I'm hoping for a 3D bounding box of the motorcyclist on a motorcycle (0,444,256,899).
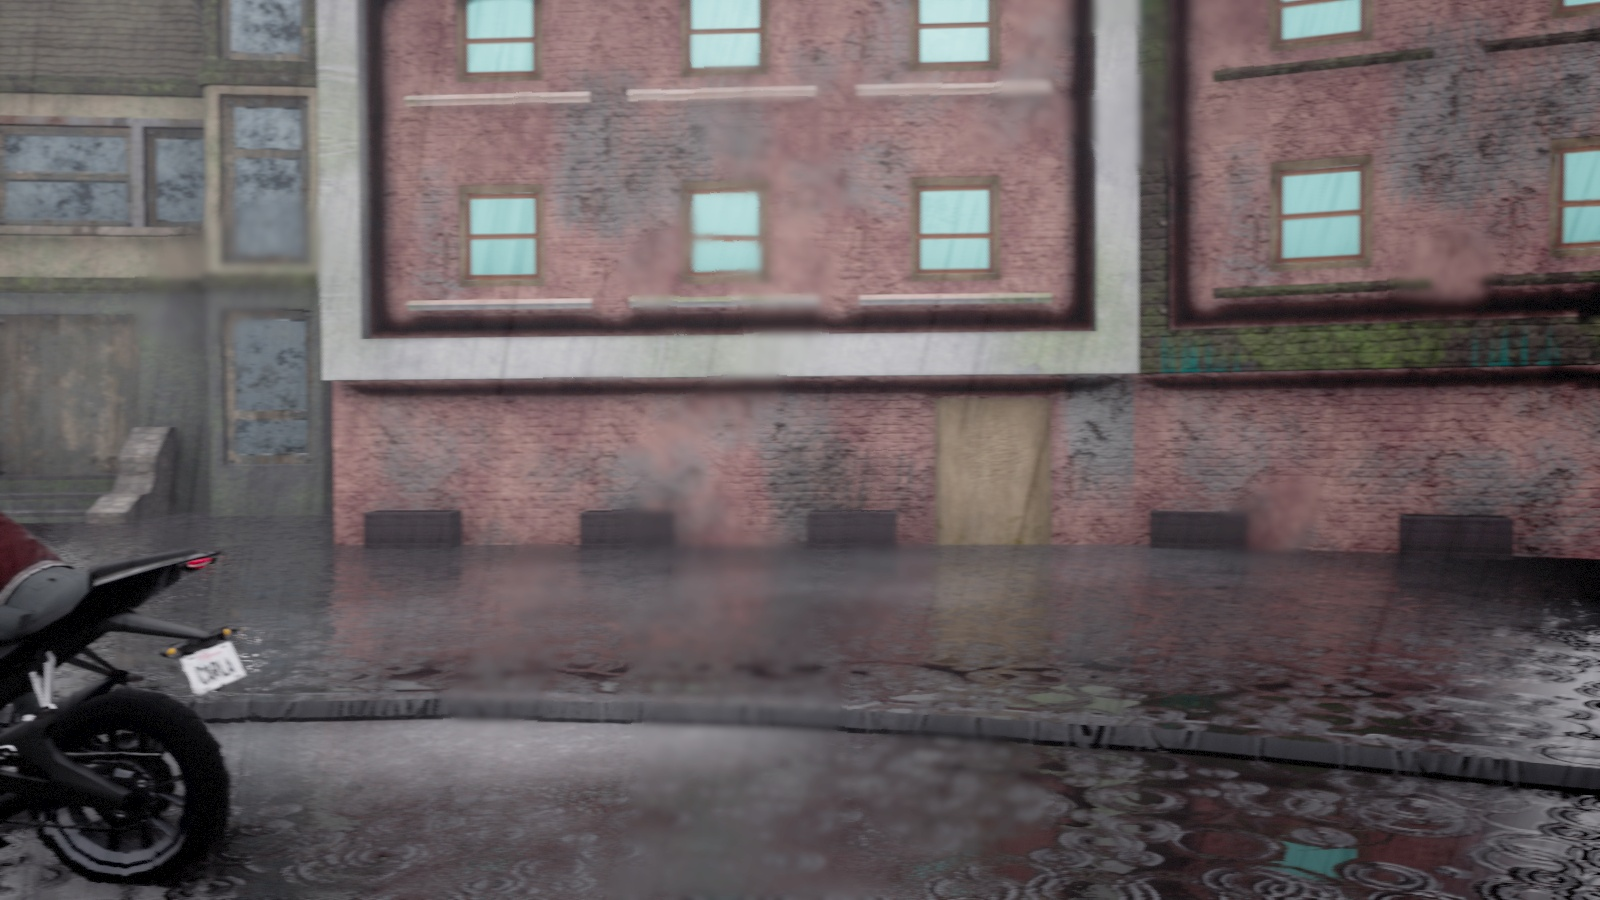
[{"bbox_3d":[-3.195,0.757,4.400,2.191,1.530,0.866,0,2,3],"label":"motorcyclist on a motorcycle"}]
